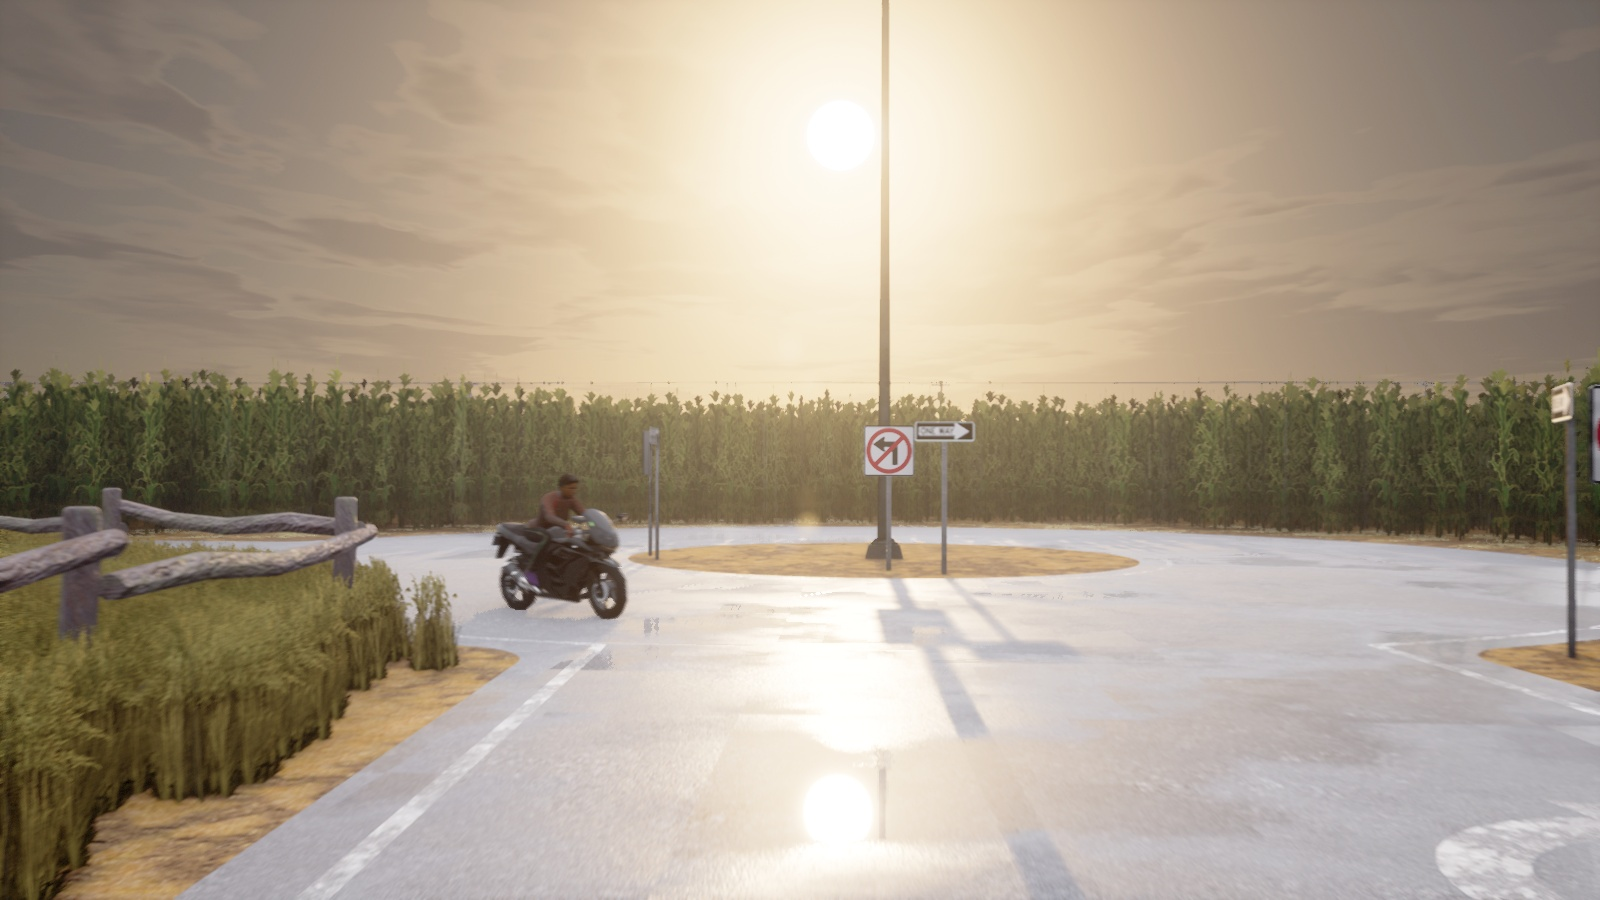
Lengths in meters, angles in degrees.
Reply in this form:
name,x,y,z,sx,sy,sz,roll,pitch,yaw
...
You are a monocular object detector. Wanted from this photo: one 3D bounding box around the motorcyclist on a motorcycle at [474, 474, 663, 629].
name,x,y,z,sx,sy,sz,roll,pitch,yaw
motorcyclist on a motorcycle,-2.504,1.032,13.464,2.044,1.523,0.797,-1,0,38
